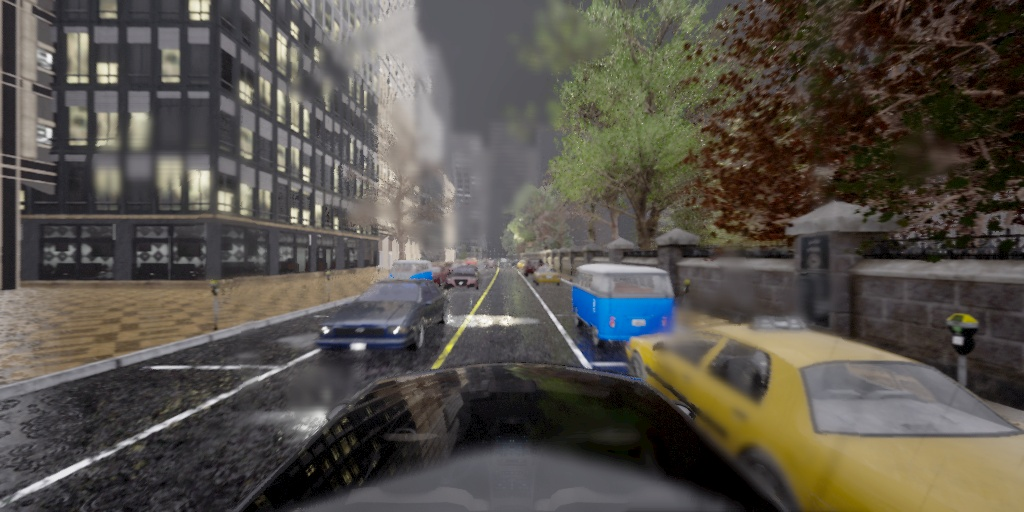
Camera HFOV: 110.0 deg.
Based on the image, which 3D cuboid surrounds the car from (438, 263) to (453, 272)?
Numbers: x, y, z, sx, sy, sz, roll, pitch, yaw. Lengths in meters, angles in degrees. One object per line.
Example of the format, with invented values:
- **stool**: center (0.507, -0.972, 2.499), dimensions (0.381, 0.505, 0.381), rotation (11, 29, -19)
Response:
- **car**: center (-5.606, 1.351, 25.543), dimensions (1.888, 1.381, 4.507), rotation (0, 0, -1)

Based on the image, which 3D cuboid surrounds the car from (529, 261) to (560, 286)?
- **car**: center (2.416, 1.329, 25.881), dimensions (1.751, 1.417, 4.829), rotation (0, 0, -1)

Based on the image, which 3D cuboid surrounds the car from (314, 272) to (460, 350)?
- **car**: center (-2.866, 1.317, 9.360), dimensions (2.033, 1.411, 5.357), rotation (0, 0, 0)

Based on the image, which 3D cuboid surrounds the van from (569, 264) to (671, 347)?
- **van**: center (2.552, 1.108, 9.078), dimensions (1.690, 1.789, 3.998), rotation (0, 0, 0)

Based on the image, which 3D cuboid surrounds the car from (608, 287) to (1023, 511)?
- **car**: center (2.565, 1.279, 3.704), dimensions (1.751, 1.417, 4.829), rotation (0, 0, 0)

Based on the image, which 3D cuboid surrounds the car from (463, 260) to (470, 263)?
- **car**: center (-5.774, 1.373, 36.637), dimensions (1.888, 1.381, 4.507), rotation (0, 0, -1)

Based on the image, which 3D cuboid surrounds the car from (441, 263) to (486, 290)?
- **car**: center (-2.947, 1.361, 22.649), dimensions (1.994, 1.385, 4.181), rotation (0, 0, 0)

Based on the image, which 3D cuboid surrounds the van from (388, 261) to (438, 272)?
- **van**: center (-5.546, 1.135, 19.996), dimensions (1.690, 1.789, 3.998), rotation (0, 0, -1)

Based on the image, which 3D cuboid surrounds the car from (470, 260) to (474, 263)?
- **car**: center (-5.884, 1.421, 42.186), dimensions (1.802, 1.307, 4.207), rotation (0, 0, -1)

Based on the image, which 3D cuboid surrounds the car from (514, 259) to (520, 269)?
- **car**: center (1.712, 1.391, 59.162), dimensions (1.751, 1.417, 4.829), rotation (0, 0, -2)

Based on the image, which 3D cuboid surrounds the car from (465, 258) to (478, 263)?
- **car**: center (-6.149, 1.174, 53.278), dimensions (2.192, 1.841, 5.009), rotation (0, 0, -1)

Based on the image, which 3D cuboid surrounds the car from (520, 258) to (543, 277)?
- **car**: center (2.249, 1.140, 36.807), dimensions (2.192, 1.841, 5.009), rotation (0, 0, -1)
